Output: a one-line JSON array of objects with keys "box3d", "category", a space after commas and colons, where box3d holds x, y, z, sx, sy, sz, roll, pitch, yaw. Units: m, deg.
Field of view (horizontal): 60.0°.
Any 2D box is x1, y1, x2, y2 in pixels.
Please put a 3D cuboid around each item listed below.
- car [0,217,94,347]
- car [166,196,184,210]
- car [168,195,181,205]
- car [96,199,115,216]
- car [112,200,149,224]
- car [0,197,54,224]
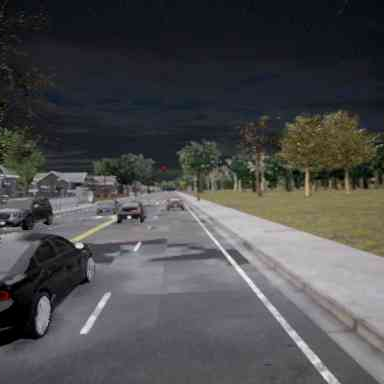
[{"box3d": [-3.351, 1.531, 6.570, 1.882, 1.535, 5.008, -2, 0, -3], "category": "car"}, {"box3d": [-1.931, 1.293, 38.586, 1.812, 1.442, 4.674, -2, 0, -3], "category": "car"}, {"box3d": [-2.838, 1.282, 53.555, 1.895, 1.301, 4.718, -2, 0, -3], "category": "car"}, {"box3d": [-8.336, 1.510, 33.491, 1.837, 1.490, 4.892, -2, 0, -3], "category": "car"}, {"box3d": [-4.402, 1.452, 24.955, 1.837, 1.490, 4.892, -2, 0, -3], "category": "car"}, {"box3d": [-10.937, 1.392, 21.773, 2.150, 2.045, 5.566, -2, 1, -3], "category": "car"}]
